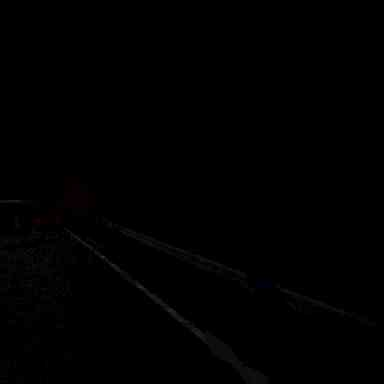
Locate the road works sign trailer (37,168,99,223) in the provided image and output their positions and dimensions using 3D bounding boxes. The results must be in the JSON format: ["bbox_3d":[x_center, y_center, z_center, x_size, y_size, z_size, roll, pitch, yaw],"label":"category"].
[{"bbox_3d":[-6.595,0.121,18.141,2.880,2.380,3.560,-18,14,-3],"label":"road works sign trailer"}]
